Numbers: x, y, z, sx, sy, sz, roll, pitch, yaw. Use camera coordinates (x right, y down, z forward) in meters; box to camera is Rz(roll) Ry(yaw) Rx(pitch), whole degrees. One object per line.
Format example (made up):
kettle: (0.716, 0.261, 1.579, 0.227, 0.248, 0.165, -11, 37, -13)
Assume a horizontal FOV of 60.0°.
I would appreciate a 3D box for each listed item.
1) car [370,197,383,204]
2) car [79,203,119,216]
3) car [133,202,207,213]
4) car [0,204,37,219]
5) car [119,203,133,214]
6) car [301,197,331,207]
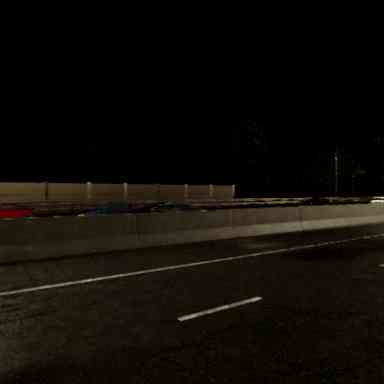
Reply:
car: (28.813, 1.535, 50.251, 4.674, 1.442, 1.812, 0, 0, -35)
car: (-5.873, 1.546, 25.595, 5.357, 1.411, 2.033, 0, 0, -35)
car: (-0.639, 1.547, 20.729, 5.357, 1.411, 2.033, 0, 0, -35)
car: (-13.584, 1.563, 24.191, 4.181, 1.385, 1.994, 0, 0, -37)
car: (-2.380, 1.504, 23.783, 4.892, 1.490, 1.837, 0, 0, -35)
car: (17.229, 1.481, 46.320, 5.008, 1.535, 1.882, 0, 0, -35)
